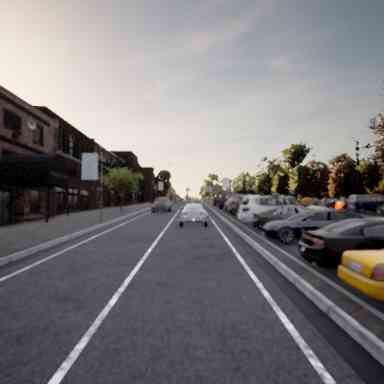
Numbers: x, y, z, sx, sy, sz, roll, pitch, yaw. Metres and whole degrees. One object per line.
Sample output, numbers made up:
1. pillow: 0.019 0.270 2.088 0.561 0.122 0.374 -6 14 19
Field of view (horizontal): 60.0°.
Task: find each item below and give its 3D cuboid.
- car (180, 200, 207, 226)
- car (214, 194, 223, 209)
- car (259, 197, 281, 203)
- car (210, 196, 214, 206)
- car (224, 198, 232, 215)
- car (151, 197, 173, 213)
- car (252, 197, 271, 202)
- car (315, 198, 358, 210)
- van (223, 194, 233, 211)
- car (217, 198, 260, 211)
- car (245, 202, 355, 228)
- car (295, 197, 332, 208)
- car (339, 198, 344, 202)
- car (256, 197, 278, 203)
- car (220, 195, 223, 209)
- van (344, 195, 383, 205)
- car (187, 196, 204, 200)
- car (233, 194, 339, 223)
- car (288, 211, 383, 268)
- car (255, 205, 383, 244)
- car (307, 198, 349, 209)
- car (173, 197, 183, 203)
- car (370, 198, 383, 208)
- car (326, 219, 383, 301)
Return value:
1. car: 0.099 1.539 23.519 1.812 1.442 4.674 0 0 0
2. car: 5.631 1.263 37.475 5.566 2.045 2.435 0 0 0
3. car: 18.715 1.968 79.920 4.674 1.452 2.002 0 -1 0
4. car: 5.634 1.305 45.885 5.566 2.045 2.435 0 0 0
5. car: 5.600 1.494 29.065 4.892 1.521 2.231 0 0 0
6. car: -3.334 1.398 37.245 2.097 1.767 4.553 0 0 0
7. car: 18.723 2.082 89.617 4.674 1.452 2.002 0 -1 0
8. car: 18.686 1.579 43.081 4.674 1.452 2.002 0 0 0
9. van: 5.488 1.273 31.870 4.442 1.987 1.878 0 0 0
10. car: 5.609 1.525 40.279 4.892 1.521 2.231 0 0 0
11. car: 5.613 1.470 17.848 4.892 1.521 2.231 0 0 0
12. car: 18.685 1.600 51.437 5.008 1.535 2.097 0 -1 0
13. car: 18.651 1.388 37.514 4.553 1.767 2.185 0 0 0
14. car: 18.726 1.965 83.068 5.008 1.535 2.097 0 -1 0
15. car: 5.571 1.379 34.674 4.553 1.767 2.185 0 0 0
16. van: 18.798 1.279 34.733 4.442 1.987 1.878 0 0 0
17. car: 0.109 1.407 40.769 2.097 1.767 4.553 0 0 0
18. car: 5.642 1.224 20.656 5.566 2.045 2.435 0 0 0
19. car: 5.622 1.462 9.442 5.008 1.535 2.097 0 0 0
20. car: 5.591 1.495 15.050 4.792 1.488 2.163 0 0 0
21. car: 18.691 1.555 45.868 5.008 1.535 2.097 0 0 0
22. car: -3.234 1.919 78.827 2.033 1.411 5.357 0 -1 0
23. car: 18.683 1.533 29.161 4.674 1.452 2.002 0 0 0
24. car: 5.816 1.461 6.642 5.366 1.575 1.946 0 0 0
